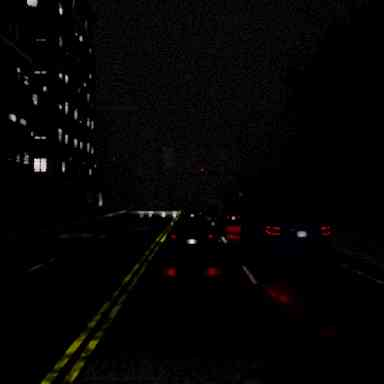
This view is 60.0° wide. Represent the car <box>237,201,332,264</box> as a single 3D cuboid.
[{"bbox_3d":[3.263,1.353,12.527,2.150,2.045,5.566,0,0,0],"label":"car"}]

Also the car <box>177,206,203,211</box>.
[{"bbox_3d":[0.029,1.859,28.578,1.994,1.385,4.181,0,-1,0],"label":"car"}]

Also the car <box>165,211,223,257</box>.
[{"bbox_3d":[0.021,1.703,13.511,1.994,1.385,4.181,0,-1,1],"label":"car"}]

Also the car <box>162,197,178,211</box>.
[{"bbox_3d":[-3.242,1.745,49.492,2.150,2.045,5.566,0,-1,0],"label":"car"}]

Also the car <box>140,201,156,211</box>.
[{"bbox_3d":[-6.495,2.066,49.503,2.033,1.411,5.357,0,-1,0],"label":"car"}]

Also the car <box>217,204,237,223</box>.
[{"bbox_3d":[3.277,1.801,28.480,1.837,1.490,4.892,0,0,0],"label":"car"}]
